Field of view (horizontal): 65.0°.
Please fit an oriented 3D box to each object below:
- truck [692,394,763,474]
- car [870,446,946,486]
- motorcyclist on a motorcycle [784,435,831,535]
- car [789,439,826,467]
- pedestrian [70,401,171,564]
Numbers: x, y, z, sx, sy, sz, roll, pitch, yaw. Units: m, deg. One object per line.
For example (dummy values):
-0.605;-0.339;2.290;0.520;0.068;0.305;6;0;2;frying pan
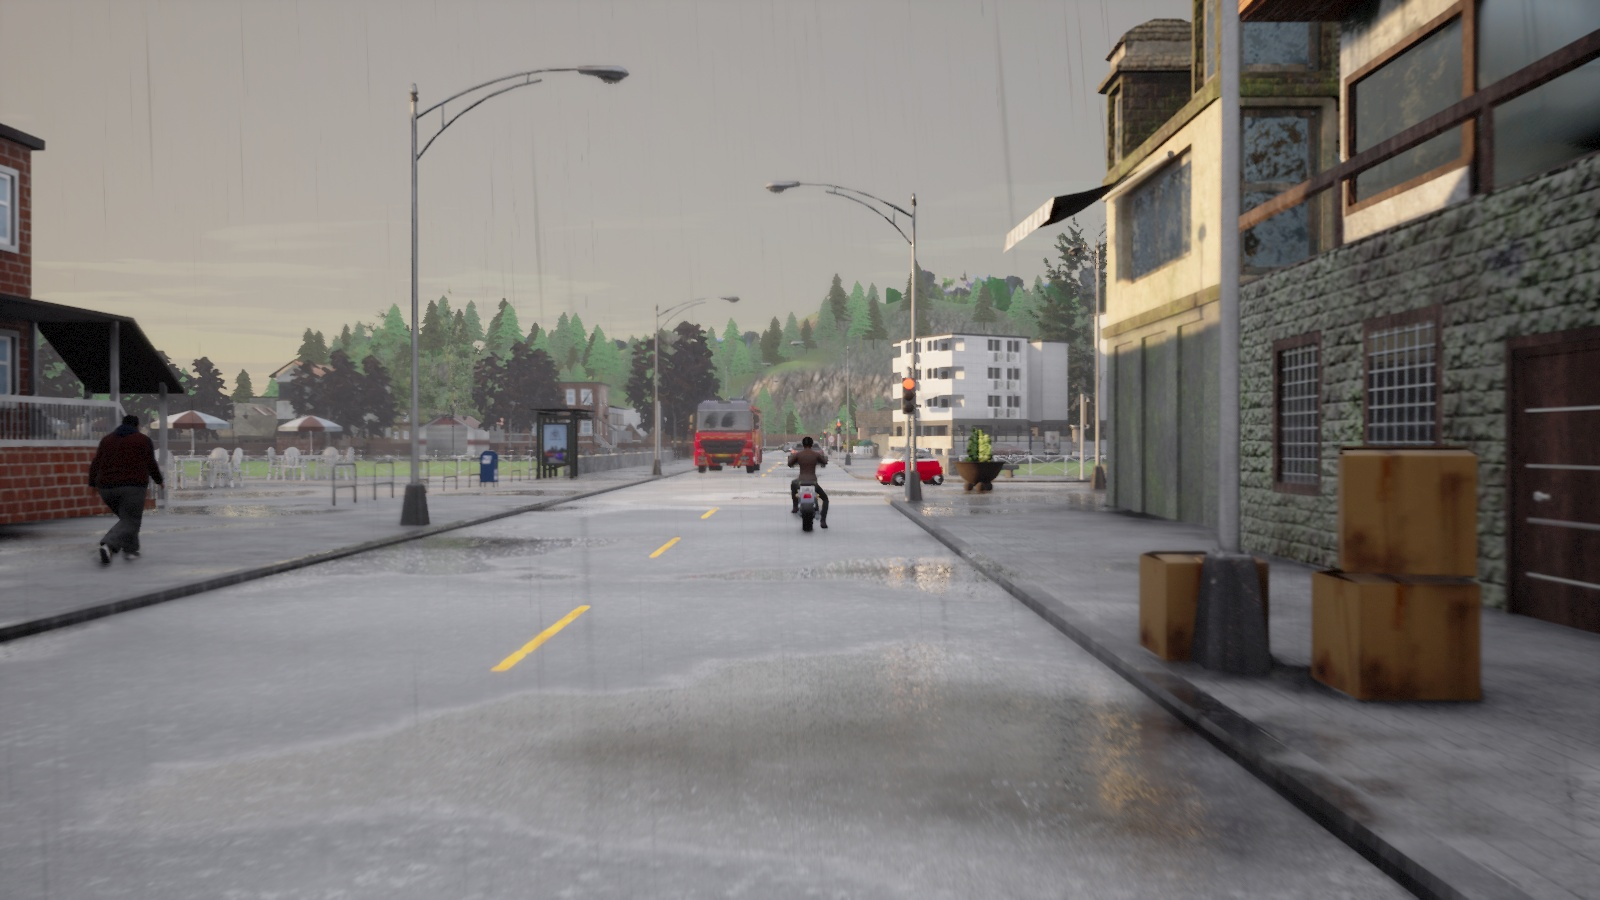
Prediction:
-3.581;-0.783;64.308;2.891;3.827;8.468;0;0;2;truck
3.751;0.558;43.727;2.207;1.376;1.481;0;0;-17;car
0.135;0.574;21.844;0.766;1.649;2.350;0;0;1;motorcyclist on a motorcycle
0.453;0.157;77.108;2.242;1.667;4.611;0;0;0;car
-7.908;0.367;14.644;0.634;1.844;0.899;0;0;5;pedestrian
